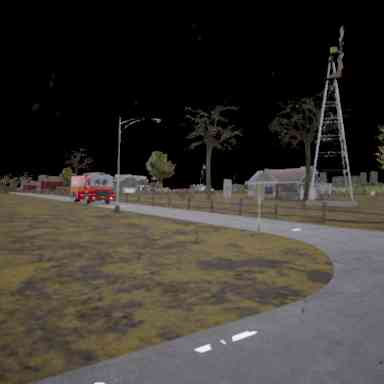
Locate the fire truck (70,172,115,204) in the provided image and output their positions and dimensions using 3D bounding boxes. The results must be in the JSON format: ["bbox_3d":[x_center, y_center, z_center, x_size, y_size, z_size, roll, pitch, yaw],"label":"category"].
[{"bbox_3d":[-12.803,-0.534,42.142,2.891,3.827,8.468,2,0,-35],"label":"fire truck"}]
